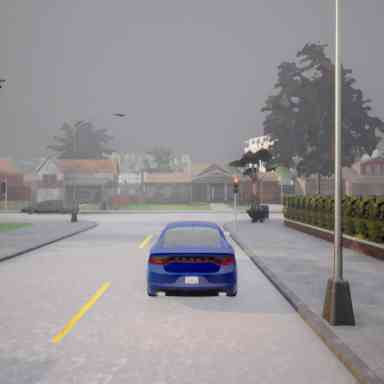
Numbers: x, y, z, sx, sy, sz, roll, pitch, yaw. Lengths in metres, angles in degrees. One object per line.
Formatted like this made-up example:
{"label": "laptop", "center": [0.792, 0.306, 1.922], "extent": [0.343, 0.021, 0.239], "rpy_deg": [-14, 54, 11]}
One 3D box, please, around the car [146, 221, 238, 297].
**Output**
{"label": "car", "center": [0.014, 1.477, 8.624], "extent": [1.882, 1.535, 5.008], "rpy_deg": [0, 0, 0]}

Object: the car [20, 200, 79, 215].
{"label": "car", "center": [-14.188, 1.547, 33.423], "extent": [5.357, 1.411, 2.033], "rpy_deg": [0, 0, -3]}
